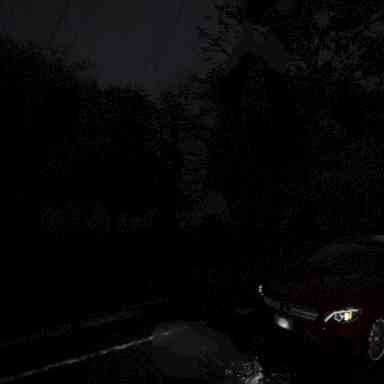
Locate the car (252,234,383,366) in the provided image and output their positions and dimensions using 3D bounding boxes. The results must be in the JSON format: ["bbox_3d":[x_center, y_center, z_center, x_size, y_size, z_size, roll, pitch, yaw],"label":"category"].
[{"bbox_3d":[3.156,1.539,5.934,4.674,1.442,1.812,0,0,-35],"label":"car"}]
